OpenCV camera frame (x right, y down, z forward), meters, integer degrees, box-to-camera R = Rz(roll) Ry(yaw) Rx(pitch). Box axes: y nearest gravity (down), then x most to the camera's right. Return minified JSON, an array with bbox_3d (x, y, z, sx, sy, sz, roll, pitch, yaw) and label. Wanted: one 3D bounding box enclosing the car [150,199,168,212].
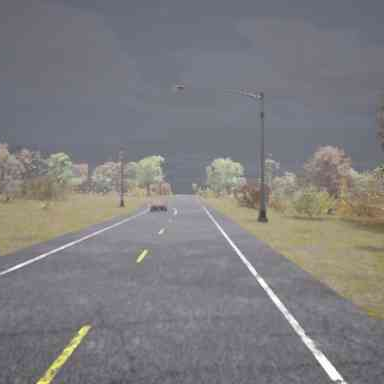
[{"bbox_3d":[-3.827,1.516,38.997,1.882,1.535,5.008,0,0,-3],"label":"car"}]
